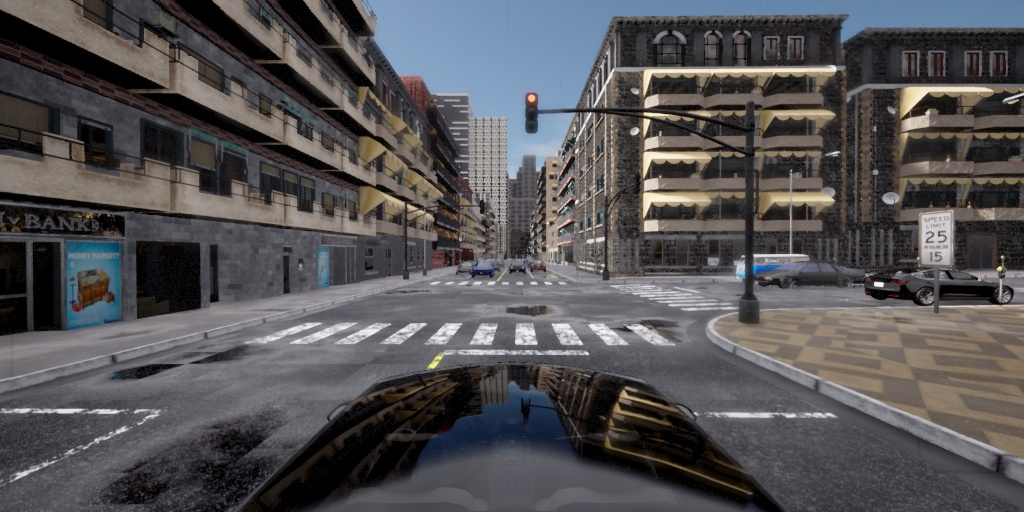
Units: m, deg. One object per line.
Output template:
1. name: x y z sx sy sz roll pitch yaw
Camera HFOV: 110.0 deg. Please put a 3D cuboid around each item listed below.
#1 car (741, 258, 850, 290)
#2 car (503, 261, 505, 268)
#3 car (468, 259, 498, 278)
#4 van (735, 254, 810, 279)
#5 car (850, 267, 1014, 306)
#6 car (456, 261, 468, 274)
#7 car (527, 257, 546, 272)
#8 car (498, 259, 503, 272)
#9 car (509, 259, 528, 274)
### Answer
1. car: 15.820 1.012 19.324 5.357 1.411 2.033 -1 0 0
2. car: -2.271 1.262 61.597 2.128 1.511 4.902 0 0 1
3. car: -2.676 1.230 34.113 1.882 1.535 5.008 0 0 1
4. van: 15.919 0.782 21.920 3.998 1.789 1.690 0 0 0
5. car: 15.926 1.077 13.539 4.313 1.339 1.948 0 0 0
6. car: -5.187 1.305 40.085 2.007 1.370 4.403 0 0 1
7. car: 3.265 1.198 45.496 1.967 1.591 4.097 0 0 1
8. car: -2.521 1.322 45.350 1.994 1.385 4.181 0 0 1
9. car: 0.634 1.357 42.170 1.895 1.301 4.718 0 0 1
